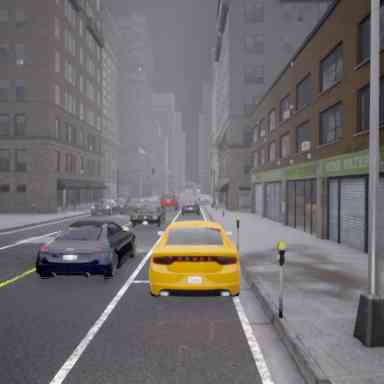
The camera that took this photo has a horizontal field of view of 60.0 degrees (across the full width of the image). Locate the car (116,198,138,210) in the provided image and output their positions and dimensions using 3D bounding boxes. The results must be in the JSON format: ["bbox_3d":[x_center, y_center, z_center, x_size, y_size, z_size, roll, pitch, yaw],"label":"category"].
[{"bbox_3d":[-8.562,1.549,44.145,2.008,1.369,4.403,-1,0,0],"label":"car"}]

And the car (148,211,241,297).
[{"bbox_3d":[0.074,1.475,8.634,1.882,1.535,5.008,0,0,0],"label":"car"}]

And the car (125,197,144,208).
[{"bbox_3d":[-8.519,1.544,49.651,1.887,1.381,4.507,-1,0,0],"label":"car"}]

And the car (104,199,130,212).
[{"bbox_3d":[-8.604,1.562,38.640,1.947,1.339,4.313,-1,0,0],"label":"car"}]

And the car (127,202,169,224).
[{"bbox_3d":[-2.855,1.596,22.696,1.895,1.301,4.718,0,0,0],"label":"car"}]

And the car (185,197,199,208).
[{"bbox_3d":[0.006,1.545,49.584,1.887,1.381,4.507,-1,0,0],"label":"car"}]

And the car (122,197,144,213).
[{"bbox_3d":[-5.955,1.348,34.079,2.097,1.767,4.553,0,0,1],"label":"car"}]

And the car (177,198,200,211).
[{"bbox_3d":[-0.123,1.563,33.069,1.947,1.339,4.313,-1,0,0],"label":"car"}]

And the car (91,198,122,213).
[{"bbox_3d":[-8.649,1.435,33.135,1.967,1.590,4.097,-1,0,0],"label":"car"}]

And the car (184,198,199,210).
[{"bbox_3d":[-0.037,1.544,44.079,1.887,1.381,4.507,-1,0,0],"label":"car"}]

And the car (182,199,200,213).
[{"bbox_3d":[-0.080,1.543,38.573,1.887,1.381,4.507,-1,0,0],"label":"car"}]

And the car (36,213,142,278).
[{"bbox_3d":[-2.954,1.561,10.111,1.994,1.385,4.181,0,0,0],"label":"car"}]

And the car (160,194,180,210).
[{"bbox_3d":[-2.804,1.219,42.195,2.150,2.045,5.566,0,0,0],"label":"car"}]
